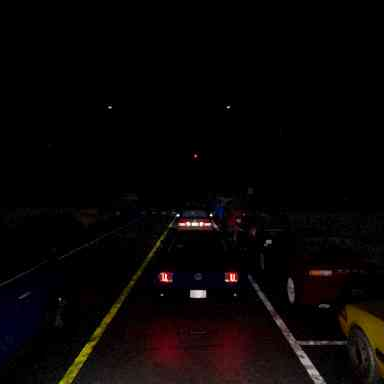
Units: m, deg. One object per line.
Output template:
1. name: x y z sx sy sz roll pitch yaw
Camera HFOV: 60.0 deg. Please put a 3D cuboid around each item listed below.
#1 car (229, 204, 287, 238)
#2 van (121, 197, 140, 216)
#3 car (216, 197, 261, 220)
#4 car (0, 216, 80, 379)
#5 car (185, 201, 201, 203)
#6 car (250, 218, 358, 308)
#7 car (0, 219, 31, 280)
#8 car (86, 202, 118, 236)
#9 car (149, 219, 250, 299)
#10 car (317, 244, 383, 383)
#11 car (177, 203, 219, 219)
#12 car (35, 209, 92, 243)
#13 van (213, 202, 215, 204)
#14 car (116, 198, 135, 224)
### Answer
1. car: 2.792 1.441 13.227 1.967 1.590 4.097 0 0 0
2. van: -5.693 1.345 29.562 1.690 1.788 3.998 0 0 0
3. car: 2.806 1.316 18.665 2.192 1.841 5.009 0 0 0
4. car: -3.091 1.352 3.631 2.097 1.767 4.553 0 0 0
5. car: 0.065 1.481 27.799 1.882 1.535 5.008 0 0 0
6. car: 2.779 1.545 7.790 1.887 1.381 4.507 0 0 0
7. car: -5.747 1.525 7.641 1.752 1.417 4.829 0 0 0
8. car: -5.720 1.527 18.516 1.752 1.417 4.829 0 0 0
9. car: 0.121 1.601 8.381 1.895 1.301 4.718 0 0 0
10. car: 2.766 1.525 2.522 1.752 1.417 4.829 0 0 0
11. car: 0.141 1.549 17.972 2.033 1.411 5.357 0 0 0
12. car: -5.733 1.566 13.249 1.947 1.339 4.313 0 0 0
13. van: 2.833 1.345 29.540 1.690 1.788 3.998 0 0 0
14. car: -5.706 1.443 24.124 1.967 1.590 4.097 0 0 0
